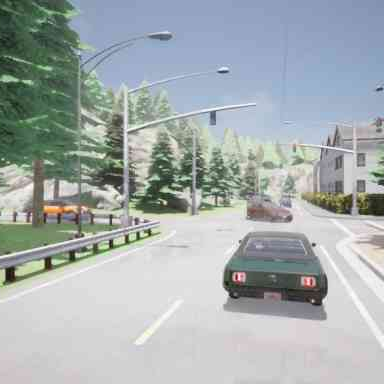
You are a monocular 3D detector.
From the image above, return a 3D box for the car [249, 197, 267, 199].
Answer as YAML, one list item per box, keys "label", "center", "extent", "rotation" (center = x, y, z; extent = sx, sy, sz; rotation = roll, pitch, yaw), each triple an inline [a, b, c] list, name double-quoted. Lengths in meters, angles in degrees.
- label: "car"
  center: [7.962, 1.491, 42.319]
  extent: [2.128, 1.511, 4.902]
  rotation: [0, 0, 16]

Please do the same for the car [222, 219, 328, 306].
- label: "car"
  center: [2.059, 1.601, 8.143]
  extent: [1.895, 1.301, 4.718]
  rotation: [0, 0, 16]

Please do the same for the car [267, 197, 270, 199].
- label: "car"
  center: [13.865, 1.601, 62.681]
  extent: [1.895, 1.301, 4.718]
  rotation: [0, 0, 16]

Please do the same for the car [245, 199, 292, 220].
- label: "car"
  center: [5.813, 1.533, 25.847]
  extent: [1.812, 1.442, 4.674]
  rotation: [-1, 0, -19]

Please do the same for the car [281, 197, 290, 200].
- label: "car"
  center: [14.429, 1.547, 51.505]
  extent: [2.033, 1.411, 5.357]
  rotation: [0, 0, 16]

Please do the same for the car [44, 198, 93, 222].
- label: "car"
  center: [-10.266, 1.367, 26.566]
  extent: [4.553, 1.767, 2.097]
  rotation: [0, 0, 16]
